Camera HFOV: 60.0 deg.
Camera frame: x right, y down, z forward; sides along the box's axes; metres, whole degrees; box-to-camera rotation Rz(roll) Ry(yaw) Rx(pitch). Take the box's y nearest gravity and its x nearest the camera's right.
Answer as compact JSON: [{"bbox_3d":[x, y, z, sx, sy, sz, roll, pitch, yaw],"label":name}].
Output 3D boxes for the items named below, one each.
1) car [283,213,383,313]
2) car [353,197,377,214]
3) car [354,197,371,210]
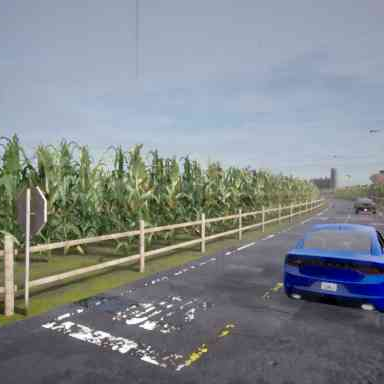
[{"bbox_3d":[3.614,1.479,7.875,1.882,1.535,5.008,0,0,30],"label":"car"},{"bbox_3d":[18.307,1.508,35.154,1.837,1.490,4.892,0,0,27],"label":"car"},{"bbox_3d":[22.673,1.505,44.343,1.837,1.490,4.892,0,0,24],"label":"car"}]
